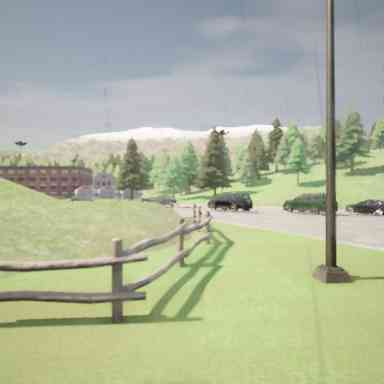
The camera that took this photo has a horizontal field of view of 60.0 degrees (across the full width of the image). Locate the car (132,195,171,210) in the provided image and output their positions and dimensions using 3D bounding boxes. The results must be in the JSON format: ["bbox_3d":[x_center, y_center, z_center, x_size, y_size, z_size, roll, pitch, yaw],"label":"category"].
[{"bbox_3d":[-5.338,1.467,41.136,4.892,1.490,1.837,0,-1,38],"label":"car"}]

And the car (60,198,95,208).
[{"bbox_3d":[-14.768,1.492,42.697,4.892,1.490,1.837,0,0,25],"label":"car"}]

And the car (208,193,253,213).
[{"bbox_3d":[4.219,1.161,37.035,2.150,2.045,5.566,0,0,-40],"label":"car"}]

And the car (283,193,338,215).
[{"bbox_3d":[11.635,1.145,33.017,2.150,2.045,5.566,0,0,-30],"label":"car"}]

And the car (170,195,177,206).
[{"bbox_3d":[-4.726,1.296,53.408,4.553,1.767,2.097,0,0,30],"label":"car"}]

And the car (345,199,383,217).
[{"bbox_3d":[16.668,1.416,30.898,1.837,1.490,4.892,0,0,-26],"label":"car"}]
